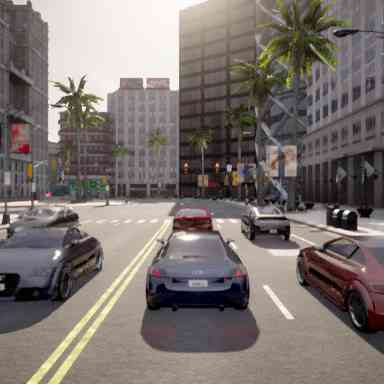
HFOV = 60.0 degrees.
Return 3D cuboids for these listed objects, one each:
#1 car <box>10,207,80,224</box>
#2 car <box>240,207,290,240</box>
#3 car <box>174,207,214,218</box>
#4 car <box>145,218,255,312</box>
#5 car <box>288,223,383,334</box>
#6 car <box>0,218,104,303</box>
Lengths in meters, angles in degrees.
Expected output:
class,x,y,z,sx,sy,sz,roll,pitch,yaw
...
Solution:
class,x,y,z,sx,sy,sz,roll,pitch,yaw
car,-7.033,1.492,16.266,2.128,1.511,4.902,0,0,1
car,3.587,1.490,16.821,2.128,1.511,4.902,0,0,2
car,0.090,1.477,16.799,1.882,1.535,5.008,0,0,2
car,0.089,1.561,7.813,1.994,1.385,4.181,0,0,-1
car,3.596,1.563,6.762,1.994,1.385,4.181,0,0,0
car,-3.582,1.563,8.127,1.994,1.385,4.181,0,0,0
